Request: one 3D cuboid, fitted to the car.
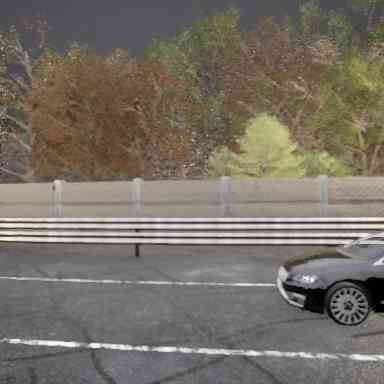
[{"bbox_3d":[4.133,1.468,6.258,4.902,1.511,2.128,-1,0,5],"label":"car"}]
